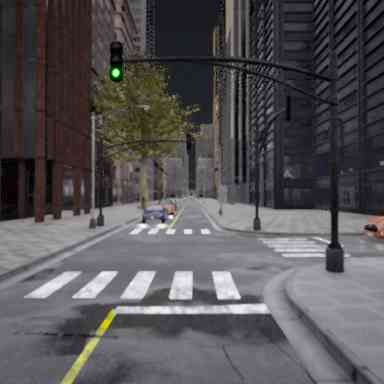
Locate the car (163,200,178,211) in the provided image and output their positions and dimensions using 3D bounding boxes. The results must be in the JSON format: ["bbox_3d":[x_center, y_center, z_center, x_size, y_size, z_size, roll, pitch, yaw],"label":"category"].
[{"bbox_3d":[-3.104,1.961,48.490,1.837,1.490,4.892,0,-1,0],"label":"car"}]

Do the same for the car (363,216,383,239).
[{"bbox_3d":[10.839,1.453,16.146,4.553,1.767,2.097,0,-1,0],"label":"car"}]

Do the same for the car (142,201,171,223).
[{"bbox_3d":[-3.109,1.781,28.452,1.812,1.442,4.674,0,-1,0],"label":"car"}]

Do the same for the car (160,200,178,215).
[{"bbox_3d":[-3.110,1.700,38.138,2.097,1.767,4.553,0,-1,0],"label":"car"}]
